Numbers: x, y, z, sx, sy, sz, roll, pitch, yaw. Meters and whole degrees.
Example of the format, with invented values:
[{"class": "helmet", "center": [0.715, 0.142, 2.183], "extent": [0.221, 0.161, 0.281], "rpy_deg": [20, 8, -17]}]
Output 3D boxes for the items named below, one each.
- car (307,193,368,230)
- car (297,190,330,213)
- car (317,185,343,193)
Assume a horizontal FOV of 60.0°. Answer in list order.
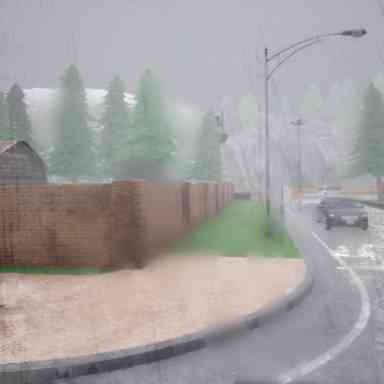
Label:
[{"class": "car", "center": [7.595, 1.037, 17.296], "extent": [2.128, 1.511, 4.902], "rpy_deg": [-1, 1, 12]}, {"class": "car", "center": [9.684, 0.852, 27.178], "extent": [1.812, 1.442, 4.674], "rpy_deg": [-1, 1, 12]}, {"class": "car", "center": [15.767, 0.234, 38.253], "extent": [2.150, 2.045, 5.566], "rpy_deg": [-1, 1, 12]}]
